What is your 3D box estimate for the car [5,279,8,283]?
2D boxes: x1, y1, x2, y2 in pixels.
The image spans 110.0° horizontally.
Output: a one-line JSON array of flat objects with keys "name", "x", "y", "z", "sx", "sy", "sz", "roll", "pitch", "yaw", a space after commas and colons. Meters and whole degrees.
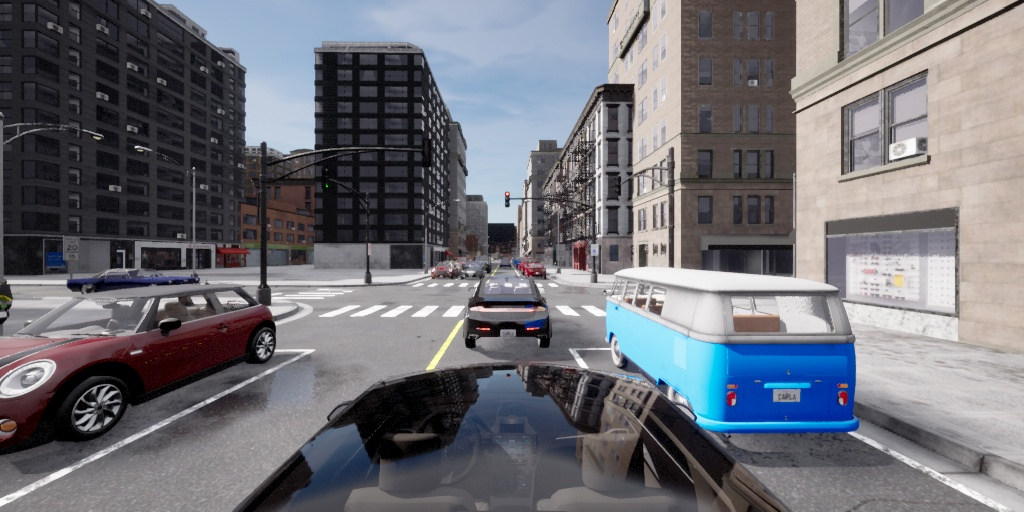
[{"name": "car", "x": -27.473, "y": 1.155, "z": 16.927, "sx": 5.357, "sy": 1.411, "sz": 2.033, "roll": 0, "pitch": 0, "yaw": -1}]

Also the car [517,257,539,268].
[{"name": "car", "x": 1.975, "y": 1.065, "z": 37.549, "sx": 2.192, "sy": 1.841, "sz": 5.009, "roll": 0, "pitch": 0, "yaw": -1}]

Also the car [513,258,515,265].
[{"name": "car", "x": 1.566, "y": 1.312, "z": 59.184, "sx": 1.948, "sy": 1.339, "sz": 4.313, "roll": 0, "pitch": 0, "yaw": -1}]

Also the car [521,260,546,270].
[{"name": "car", "x": 2.077, "y": 1.295, "z": 32.141, "sx": 1.888, "sy": 1.381, "sz": 4.507, "roll": 0, "pitch": 0, "yaw": -1}]

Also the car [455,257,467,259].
[{"name": "car", "x": -6.151, "y": 1.065, "z": 42.806, "sx": 2.192, "sy": 1.841, "sz": 5.009, "roll": 0, "pitch": 0, "yaw": -1}]

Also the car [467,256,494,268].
[{"name": "car", "x": -3.586, "y": 0.972, "z": 41.801, "sx": 2.150, "sy": 2.045, "sz": 5.566, "roll": 0, "pitch": 0, "yaw": 0}]

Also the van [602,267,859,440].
[{"name": "van", "x": 2.584, "y": 1.091, "z": 5.265, "sx": 1.690, "sy": 1.789, "sz": 3.998, "roll": 0, "pitch": 0, "yaw": -1}]

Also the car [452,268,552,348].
[{"name": "car", "x": -0.126, "y": 1.242, "z": 9.200, "sx": 2.128, "sy": 1.511, "sz": 4.902, "roll": 0, "pitch": 0, "yaw": -1}]

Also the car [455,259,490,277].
[{"name": "car", "x": -3.395, "y": 1.242, "z": 31.638, "sx": 2.128, "sy": 1.511, "sz": 4.902, "roll": 0, "pitch": 0, "yaw": -1}]

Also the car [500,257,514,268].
[{"name": "car", "x": -1.131, "y": 1.309, "z": 62.301, "sx": 1.994, "sy": 1.385, "sz": 4.181, "roll": 0, "pitch": 0, "yaw": -1}]

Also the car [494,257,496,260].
[{"name": "car", "x": -3.782, "y": 1.296, "z": 52.203, "sx": 2.033, "sy": 1.411, "sz": 5.357, "roll": 0, "pitch": 0, "yaw": -1}]

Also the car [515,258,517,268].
[{"name": "car", "x": 1.770, "y": 1.294, "z": 48.367, "sx": 1.888, "sy": 1.381, "sz": 4.507, "roll": 0, "pitch": 0, "yaw": -1}]

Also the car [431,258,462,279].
[{"name": "car", "x": -5.947, "y": 1.190, "z": 31.990, "sx": 1.967, "sy": 1.591, "sz": 4.097, "roll": 0, "pitch": 0, "yaw": -1}]

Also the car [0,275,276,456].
[{"name": "car", "x": -5.440, "y": 1.190, "z": 5.114, "sx": 1.967, "sy": 1.591, "sz": 4.097, "roll": 0, "pitch": 0, "yaw": -1}]

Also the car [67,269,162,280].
[{"name": "car", "x": -17.814, "y": 1.263, "z": 17.114, "sx": 4.718, "sy": 1.301, "sz": 1.895, "roll": 0, "pitch": 0, "yaw": -1}]

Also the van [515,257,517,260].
[{"name": "van", "x": 1.668, "y": 1.089, "z": 53.776, "sx": 1.690, "sy": 1.789, "sz": 3.998, "roll": 0, "pitch": 0, "yaw": -1}]
